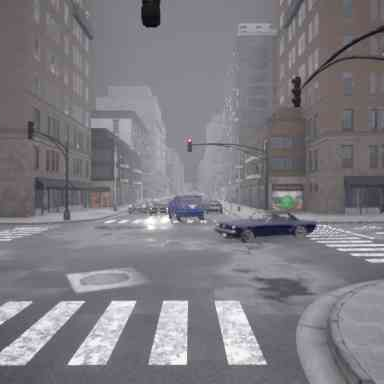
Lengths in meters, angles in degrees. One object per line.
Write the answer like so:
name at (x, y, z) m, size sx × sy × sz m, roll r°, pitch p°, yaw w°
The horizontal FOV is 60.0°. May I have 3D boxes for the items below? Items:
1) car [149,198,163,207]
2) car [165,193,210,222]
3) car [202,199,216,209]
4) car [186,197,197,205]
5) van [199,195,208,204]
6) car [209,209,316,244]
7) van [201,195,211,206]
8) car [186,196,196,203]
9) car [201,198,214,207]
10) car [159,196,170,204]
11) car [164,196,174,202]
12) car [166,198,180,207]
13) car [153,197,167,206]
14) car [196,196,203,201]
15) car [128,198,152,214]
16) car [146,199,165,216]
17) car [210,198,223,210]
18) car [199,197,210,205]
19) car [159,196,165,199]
car at (-5.635, 1.653, 52.684) m, size 1.802 × 1.307 × 4.206 m, roll 0°, pitch 0°, yaw 0°
car at (-0.506, 1.247, 27.075) m, size 2.150 × 2.045 × 5.566 m, roll -2°, pitch 0°, yaw -13°
car at (2.380, 1.641, 47.159) m, size 1.802 × 1.307 × 4.206 m, roll 0°, pitch 0°, yaw 0°
car at (-0.127, 1.660, 63.284) m, size 1.994 × 1.385 × 4.181 m, roll 0°, pitch 0°, yaw 0°
van at (2.420, 1.453, 69.202) m, size 1.690 × 1.788 × 3.998 m, roll 0°, pitch 0°, yaw 0°
car at (3.449, 1.588, 15.765) m, size 4.718 × 1.301 × 1.895 m, roll 0°, pitch 0°, yaw -24°
van at (2.400, 1.424, 58.180) m, size 1.690 × 1.788 × 3.998 m, roll 0°, pitch 0°, yaw 0°
car at (-0.202, 1.679, 73.977) m, size 1.994 × 1.385 × 4.181 m, roll 0°, pitch 0°, yaw 0°
car at (2.390, 1.637, 52.669) m, size 1.947 × 1.339 × 4.313 m, roll 0°, pitch 0°, yaw 0°
car at (-5.604, 1.552, 69.216) m, size 1.967 × 1.590 × 4.097 m, roll 0°, pitch 0°, yaw 0°
car at (-5.584, 1.694, 80.237) m, size 2.008 × 1.369 × 4.403 m, roll 0°, pitch 0°, yaw 0°
car at (-3.085, 1.636, 53.452) m, size 1.994 × 1.385 × 4.181 m, roll 0°, pitch 0°, yaw 0°
car at (-5.625, 1.634, 58.195) m, size 2.008 × 1.369 × 4.403 m, roll 0°, pitch 0°, yaw 0°
car at (2.050, 1.698, 90.105) m, size 1.812 × 1.442 × 4.674 m, roll 0°, pitch 0°, yaw 0°
car at (-5.665, 1.480, 36.152) m, size 1.967 × 1.590 × 4.097 m, roll 0°, pitch 0°, yaw 0°
car at (-3.133, 1.637, 33.515) m, size 1.895 × 1.301 × 4.718 m, roll 0°, pitch 0°, yaw 0°
car at (2.359, 1.606, 36.136) m, size 1.947 × 1.339 × 4.313 m, roll 0°, pitch 0°, yaw 0°
car at (2.410, 1.647, 63.691) m, size 2.008 × 1.369 × 4.403 m, roll 0°, pitch 0°, yaw 0°
car at (-3.110, 1.617, 43.493) m, size 1.994 × 1.385 × 4.181 m, roll 0°, pitch 0°, yaw 1°
